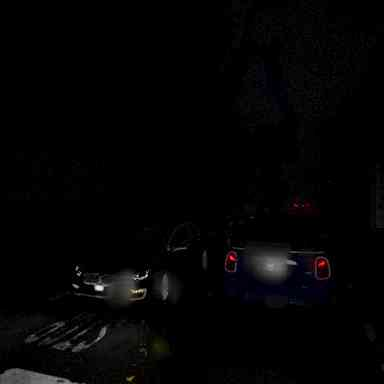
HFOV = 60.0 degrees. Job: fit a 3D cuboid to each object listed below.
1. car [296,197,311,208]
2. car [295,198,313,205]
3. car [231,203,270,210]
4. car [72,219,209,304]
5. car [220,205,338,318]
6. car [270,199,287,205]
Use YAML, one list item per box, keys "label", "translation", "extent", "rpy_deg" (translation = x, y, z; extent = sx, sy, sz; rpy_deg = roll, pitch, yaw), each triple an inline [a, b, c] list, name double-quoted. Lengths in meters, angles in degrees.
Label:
- label: "car"
  translation: [15.669, 1.461, 46.629]
  extent: [1.994, 1.385, 4.181]
  rpy_deg: [0, 0, 19]
- label: "car"
  translation: [12.610, 1.504, 37.688]
  extent: [2.033, 1.411, 5.357]
  rpy_deg: [0, 0, 20]
- label: "car"
  translation: [3.676, 1.486, 21.638]
  extent: [1.882, 1.535, 5.008]
  rpy_deg: [0, 0, 19]
- label: "car"
  translation: [-0.928, 1.509, 8.399]
  extent: [1.837, 1.490, 4.892]
  rpy_deg: [0, 0, 19]
- label: "car"
  translation: [2.141, 1.355, 7.823]
  extent: [2.097, 1.767, 4.553]
  rpy_deg: [0, 0, 19]
- label: "car"
  translation: [10.749, 1.505, 41.647]
  extent: [1.994, 1.385, 4.181]
  rpy_deg: [0, 0, 19]
